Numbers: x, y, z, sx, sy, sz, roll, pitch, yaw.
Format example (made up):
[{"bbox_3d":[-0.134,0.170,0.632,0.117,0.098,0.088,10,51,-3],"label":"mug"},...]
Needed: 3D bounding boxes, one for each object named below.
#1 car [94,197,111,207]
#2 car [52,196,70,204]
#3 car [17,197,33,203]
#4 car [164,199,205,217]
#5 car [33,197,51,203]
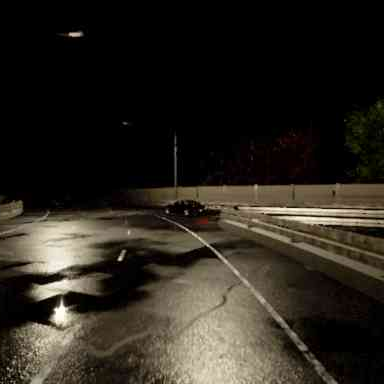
[{"bbox_3d":[-14.851,1.608,54.999,1.837,1.490,4.892,-4,0,-28],"label":"car"},{"bbox_3d":[-29.157,1.891,74.785,1.994,1.385,4.181,0,0,-44],"label":"car"},{"bbox_3d":[-37.430,1.771,73.424,4.181,1.385,1.994,0,0,44],"label":"car"},{"bbox_3d":[-0.839,1.515,33.223,1.837,1.490,4.892,0,0,-44],"label":"car"},{"bbox_3d":[-34.934,1.760,75.879,5.357,1.411,2.033,0,0,44],"label":"car"}]
